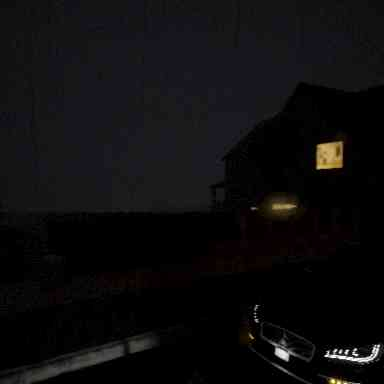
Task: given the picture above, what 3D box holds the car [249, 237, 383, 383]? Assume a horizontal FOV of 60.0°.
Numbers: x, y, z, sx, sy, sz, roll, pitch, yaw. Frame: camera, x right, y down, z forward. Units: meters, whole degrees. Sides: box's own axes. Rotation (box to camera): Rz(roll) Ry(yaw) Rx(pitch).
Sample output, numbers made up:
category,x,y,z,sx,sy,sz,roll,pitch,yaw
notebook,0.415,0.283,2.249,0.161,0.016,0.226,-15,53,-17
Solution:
category,x,y,z,sx,sy,sz,roll,pitch,yaw
car,3.013,1.490,4.871,4.892,1.490,1.837,0,0,-32
